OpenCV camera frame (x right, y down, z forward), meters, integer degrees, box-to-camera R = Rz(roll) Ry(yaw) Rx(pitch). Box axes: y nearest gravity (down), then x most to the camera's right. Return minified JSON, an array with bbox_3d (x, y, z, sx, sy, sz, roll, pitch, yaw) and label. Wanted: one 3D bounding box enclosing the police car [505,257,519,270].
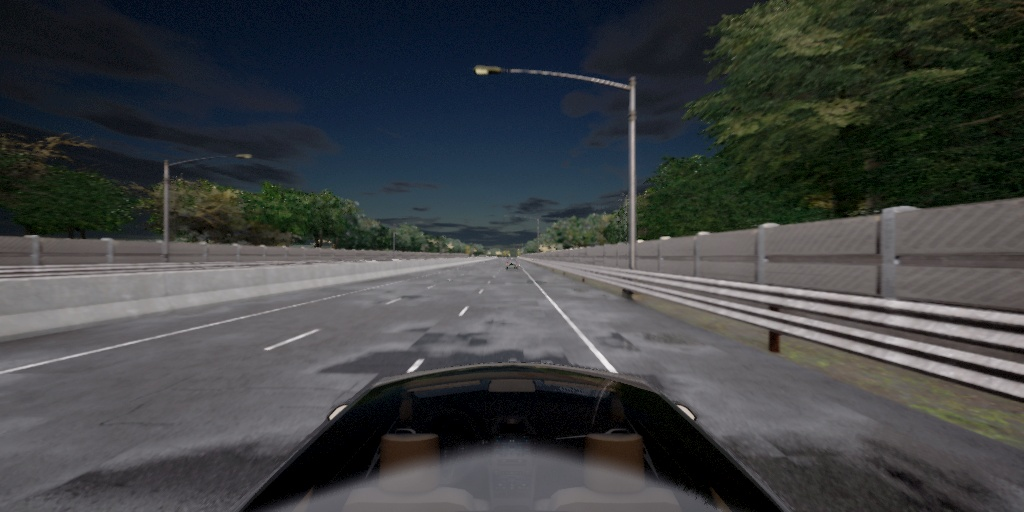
[{"bbox_3d":[0.015,1.348,54.852,2.038,1.542,4.974,0,0,0],"label":"police car"}]
